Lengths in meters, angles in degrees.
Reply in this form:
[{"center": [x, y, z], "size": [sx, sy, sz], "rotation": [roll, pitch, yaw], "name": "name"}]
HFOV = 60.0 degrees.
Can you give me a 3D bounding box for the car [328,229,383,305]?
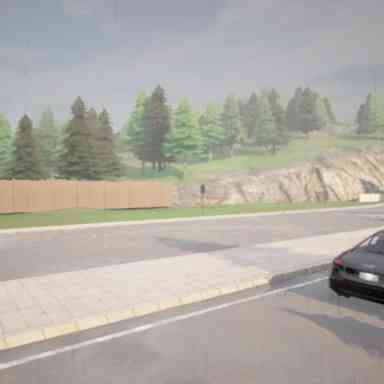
[{"center": [4.842, 1.493, 7.198], "size": [4.181, 1.385, 1.994], "rotation": [-1, 0, -35], "name": "car"}]
